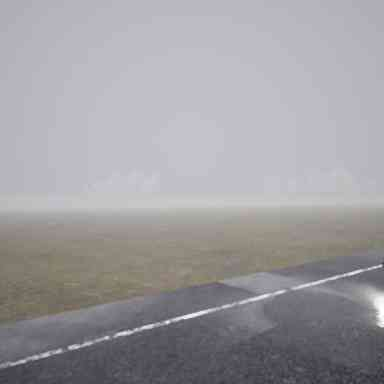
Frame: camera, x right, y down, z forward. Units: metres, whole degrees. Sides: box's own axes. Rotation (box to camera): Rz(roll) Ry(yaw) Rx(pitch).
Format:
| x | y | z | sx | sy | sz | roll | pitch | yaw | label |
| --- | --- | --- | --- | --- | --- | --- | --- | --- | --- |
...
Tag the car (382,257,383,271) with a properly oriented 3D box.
| x | y | z | sx | sy | sz | roll | pitch | yaw | label |
| --- | --- | --- | --- | --- | --- | --- | --- | --- | --- |
| 6.945 | 1.494 | 8.829 | 4.674 | 1.442 | 1.812 | 0 | 0 | -35 | car |
